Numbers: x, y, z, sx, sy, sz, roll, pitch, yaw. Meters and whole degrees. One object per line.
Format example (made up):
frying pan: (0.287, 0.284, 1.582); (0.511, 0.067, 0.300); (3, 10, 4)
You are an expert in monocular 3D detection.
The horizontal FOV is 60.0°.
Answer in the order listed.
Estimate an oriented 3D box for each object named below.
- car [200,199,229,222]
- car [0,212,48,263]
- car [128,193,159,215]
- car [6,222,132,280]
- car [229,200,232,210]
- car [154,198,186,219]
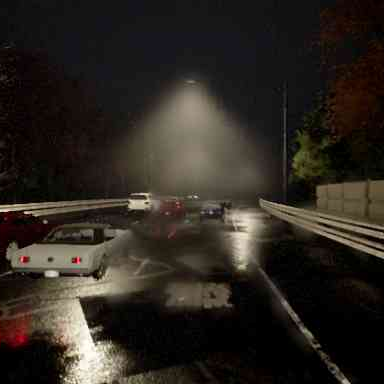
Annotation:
car: (1.656, 1.522, 26.231); (2.033, 1.411, 5.357); (0, 0, 7)
car: (-6.509, 1.449, 11.949); (1.882, 1.535, 5.008); (0, 0, 3)
car: (-4.571, 1.159, 32.827); (2.150, 2.045, 5.566); (0, 0, 8)
car: (-3.116, 1.583, 9.850); (1.895, 1.301, 4.718); (0, 0, 2)
car: (4.105, 1.566, 42.841); (1.895, 1.301, 4.718); (0, 0, 10)
car: (-1.634, 1.485, 28.128); (1.812, 1.442, 4.674); (0, 0, 7)
